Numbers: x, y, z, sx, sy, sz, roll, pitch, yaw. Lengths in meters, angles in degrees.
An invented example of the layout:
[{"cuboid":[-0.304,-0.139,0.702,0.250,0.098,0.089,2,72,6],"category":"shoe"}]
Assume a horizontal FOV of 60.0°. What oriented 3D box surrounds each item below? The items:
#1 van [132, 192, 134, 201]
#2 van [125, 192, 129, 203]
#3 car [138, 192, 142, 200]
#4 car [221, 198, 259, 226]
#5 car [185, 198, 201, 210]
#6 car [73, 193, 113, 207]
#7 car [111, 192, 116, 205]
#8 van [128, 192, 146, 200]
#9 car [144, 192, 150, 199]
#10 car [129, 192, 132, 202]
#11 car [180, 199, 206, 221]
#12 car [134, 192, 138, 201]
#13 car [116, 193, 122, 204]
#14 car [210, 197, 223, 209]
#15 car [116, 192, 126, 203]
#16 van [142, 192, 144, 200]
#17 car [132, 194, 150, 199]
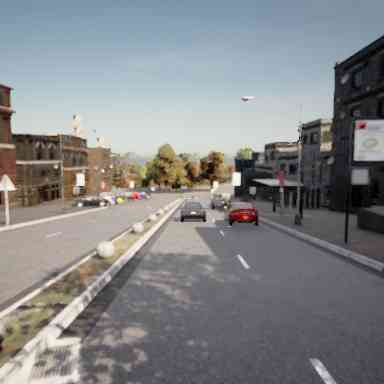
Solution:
[{"cuboid":[-14.159,1.055,64.413,4.442,1.987,1.878,-1,0,-20],"category":"van"},{"cuboid":[-13.933,1.073,58.410,4.442,1.987,1.878,-1,0,-20],"category":"van"},{"cuboid":[-14.089,1.007,70.535,5.566,2.045,2.435,-1,0,-20],"category":"car"},{"cuboid":[3.335,1.423,23.125,1.882,1.535,5.008,0,0,0],"category":"car"},{"cuboid":[0.111,1.499,43.296,1.895,1.301,4.718,0,0,0],"category":"car"},{"cuboid":[-13.988,1.347,46.170,4.892,1.521,2.231,-1,0,-20],"category":"car"},{"cuboid":[-14.047,1.209,49.213,4.553,1.767,2.185,-1,0,-20],"category":"car"},{"cuboid":[-14.200,0.981,85.734,4.442,1.987,1.878,-1,0,-20],"category":"van"},{"cuboid":[-14.062,0.964,82.747,5.566,2.045,2.435,-1,0,-20],"category":"car"},{"cuboid":[-14.014,1.164,61.419,4.553,1.767,2.185,-1,0,-20],"category":"car"},{"cuboid":[0.104,1.501,26.505,1.994,1.385,4.181,0,0,0],"category":"car"},{"cuboid":[-14.050,1.270,67.505,4.892,1.521,2.231,-1,0,-20],"category":"car"},{"cuboid":[-14.054,1.352,52.256,4.792,1.488,2.163,-1,1,-20],"category":"car"},{"cuboid":[3.360,1.391,42.494,2.128,1.511,4.902,0,0,0],"category":"car"},{"cuboid":[-14.207,1.311,55.250,5.366,1.575,1.946,-1,0,-20],"category":"car"},{"cuboid":[-13.966,1.010,76.684,4.442,1.987,1.878,-1,0,-20],"category":"van"},{"cuboid":[-14.101,1.224,91.870,4.674,1.452,2.002,-1,0,-20],"category":"car"}]
